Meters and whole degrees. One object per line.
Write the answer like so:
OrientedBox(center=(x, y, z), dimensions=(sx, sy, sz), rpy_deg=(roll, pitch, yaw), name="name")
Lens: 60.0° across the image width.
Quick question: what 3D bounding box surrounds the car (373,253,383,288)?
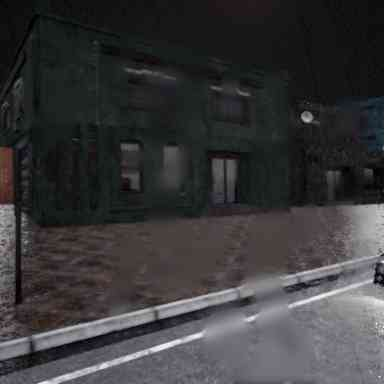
OrientedBox(center=(6.033, 1.522, 7.689), dimensions=(4.181, 1.385, 1.994), rpy_deg=(0, 0, -36), name="car")
